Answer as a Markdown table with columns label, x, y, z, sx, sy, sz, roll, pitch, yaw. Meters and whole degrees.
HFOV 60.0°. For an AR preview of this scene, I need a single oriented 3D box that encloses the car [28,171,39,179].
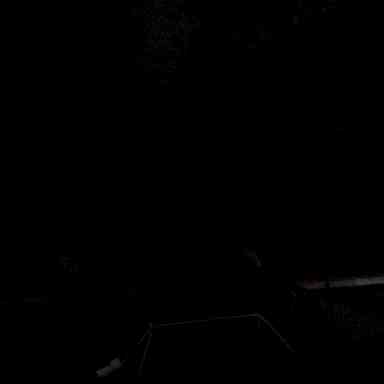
| label | x | y | z | sx | sy | sz | roll | pitch | yaw |
| --- | --- | --- | --- | --- | --- | --- | --- | --- | --- |
| car | -17.912 | -1.929 | 32.641 | 5.008 | 1.535 | 2.097 | 2 | 5 | -15 |

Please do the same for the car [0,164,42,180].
| label | x | y | z | sx | sy | sz | roll | pitch | yaw |
| --- | --- | --- | --- | --- | --- | --- | --- | --- | --- |
| car | -18.631 | -2.161 | 35.314 | 4.674 | 1.452 | 2.002 | 2 | 5 | -15 |

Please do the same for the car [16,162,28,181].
| label | x | y | z | sx | sy | sz | roll | pitch | yaw |
| --- | --- | --- | --- | --- | --- | --- | --- | --- | --- |
| car | -16.433 | -1.509 | 27.306 | 4.553 | 1.767 | 2.185 | 2 | 5 | -15 |

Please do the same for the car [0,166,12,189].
| label | x | y | z | sx | sy | sz | roll | pitch | yaw |
| --- | --- | --- | --- | --- | --- | --- | --- | --- | --- |
| car | -15.039 | -0.839 | 21.973 | 4.892 | 1.521 | 2.231 | 2 | 5 | -15 |

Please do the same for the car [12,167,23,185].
| label | x | y | z | sx | sy | sz | roll | pitch | yaw |
| --- | --- | --- | --- | --- | --- | --- | --- | --- | --- |
| car | -15.745 | -1.112 | 24.643 | 5.008 | 1.535 | 2.097 | 2 | 5 | -15 |

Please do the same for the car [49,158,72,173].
| label | x | y | z | sx | sy | sz | roll | pitch | yaw |
| --- | --- | --- | --- | --- | --- | --- | --- | --- | --- |
| car | -25.826 | -5.163 | 61.953 | 5.566 | 2.045 | 2.435 | 2 | 5 | -15 |

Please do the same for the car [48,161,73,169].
| label | x | y | z | sx | sy | sz | roll | pitch | yaw |
| --- | --- | --- | --- | --- | --- | --- | --- | --- | --- |
| car | -28.715 | -5.981 | 72.644 | 4.792 | 1.488 | 2.163 | 2 | 5 | -15 |

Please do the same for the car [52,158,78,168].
| label | x | y | z | sx | sy | sz | roll | pitch | yaw |
| --- | --- | --- | --- | --- | --- | --- | --- | --- | --- |
| car | -30.799 | -7.118 | 80.639 | 5.566 | 2.045 | 2.435 | 2 | 6 | -15 |

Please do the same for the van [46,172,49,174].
| label | x | y | z | sx | sy | sz | roll | pitch | yaw |
| --- | --- | --- | --- | --- | --- | --- | --- | --- | --- |
| van | -19.220 | -2.693 | 37.989 | 4.442 | 1.987 | 1.878 | 2 | 5 | -15 |

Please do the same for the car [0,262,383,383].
| label | x | y | z | sx | sy | sz | roll | pitch | yaw |
| --- | --- | --- | --- | --- | --- | --- | --- | --- | --- |
| car | -0.413 | 1.449 | 2.995 | 4.718 | 1.301 | 1.895 | 1 | 3 | -21 |

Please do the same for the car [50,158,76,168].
| label | x | y | z | sx | sy | sz | roll | pitch | yaw |
| --- | --- | --- | --- | --- | --- | --- | --- | --- | --- |
| car | -30.136 | -6.832 | 77.957 | 5.566 | 2.045 | 2.435 | 2 | 5 | -15 |
